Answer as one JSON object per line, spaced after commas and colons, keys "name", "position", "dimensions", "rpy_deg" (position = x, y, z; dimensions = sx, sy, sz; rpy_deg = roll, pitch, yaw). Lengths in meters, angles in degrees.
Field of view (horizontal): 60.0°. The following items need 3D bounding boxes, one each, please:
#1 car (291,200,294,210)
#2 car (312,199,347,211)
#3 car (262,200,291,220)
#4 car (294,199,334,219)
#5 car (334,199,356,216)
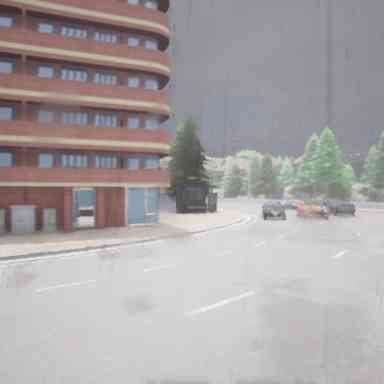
{"name": "car", "position": [13.980, 1.793, 46.078], "dimensions": [1.895, 1.301, 4.718], "rpy_deg": [0, 0, -14]}
{"name": "car", "position": [17.945, 1.646, 43.711], "dimensions": [1.882, 1.535, 5.008], "rpy_deg": [0, -1, -8]}
{"name": "car", "position": [7.412, 1.624, 30.227], "dimensions": [2.128, 1.511, 4.902], "rpy_deg": [0, 0, 10]}
{"name": "car", "position": [10.874, 1.472, 29.964], "dimensions": [2.097, 1.767, 4.553], "rpy_deg": [0, 0, 10]}
{"name": "car", "position": [14.908, 1.619, 33.875], "dimensions": [2.128, 1.511, 4.902], "rpy_deg": [0, 0, 5]}
